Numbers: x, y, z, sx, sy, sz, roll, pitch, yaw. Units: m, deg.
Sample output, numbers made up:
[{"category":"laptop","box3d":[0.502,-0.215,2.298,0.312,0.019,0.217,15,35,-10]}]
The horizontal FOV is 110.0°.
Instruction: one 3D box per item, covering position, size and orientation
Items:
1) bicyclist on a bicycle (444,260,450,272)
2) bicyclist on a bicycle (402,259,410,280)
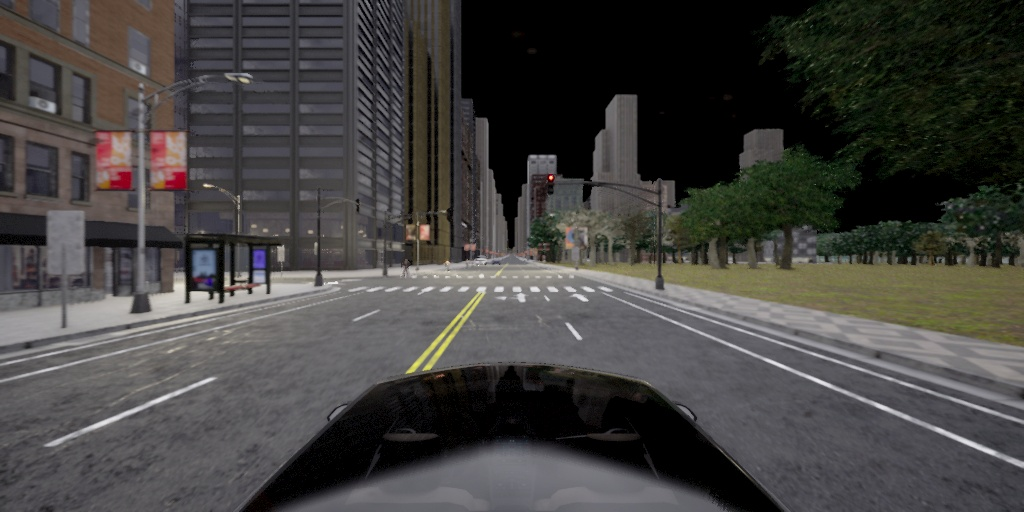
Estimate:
[{"category":"bicyclist on a bicycle","box3d":[-8.718,1.279,48.271,0.866,1.612,1.509,0,-1,0]},{"category":"bicyclist on a bicycle","box3d":[-8.738,1.098,29.468,0.659,1.776,1.843,0,0,0]}]
